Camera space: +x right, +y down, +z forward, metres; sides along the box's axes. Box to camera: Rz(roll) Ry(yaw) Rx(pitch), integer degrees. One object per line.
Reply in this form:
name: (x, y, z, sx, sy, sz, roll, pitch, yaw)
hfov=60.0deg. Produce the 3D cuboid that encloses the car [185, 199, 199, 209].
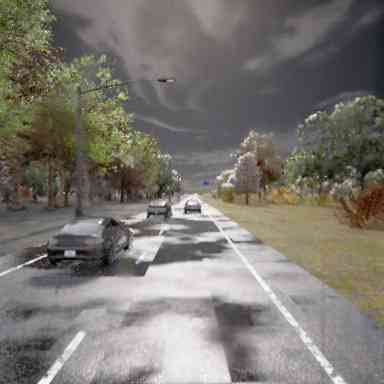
car: (0.019, 1.712, 48.946, 1.895, 1.301, 4.718, 0, 0, 0)

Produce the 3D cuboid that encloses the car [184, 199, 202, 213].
car: (0.098, 1.650, 38.432, 1.994, 1.385, 4.181, 0, 0, 1)

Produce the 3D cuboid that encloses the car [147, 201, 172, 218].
car: (-2.915, 1.559, 30.479, 2.128, 1.511, 4.902, 0, 0, 2)

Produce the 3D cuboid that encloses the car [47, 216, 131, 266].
car: (-3.372, 1.551, 11.557, 1.812, 1.442, 4.674, 0, 0, 0)
